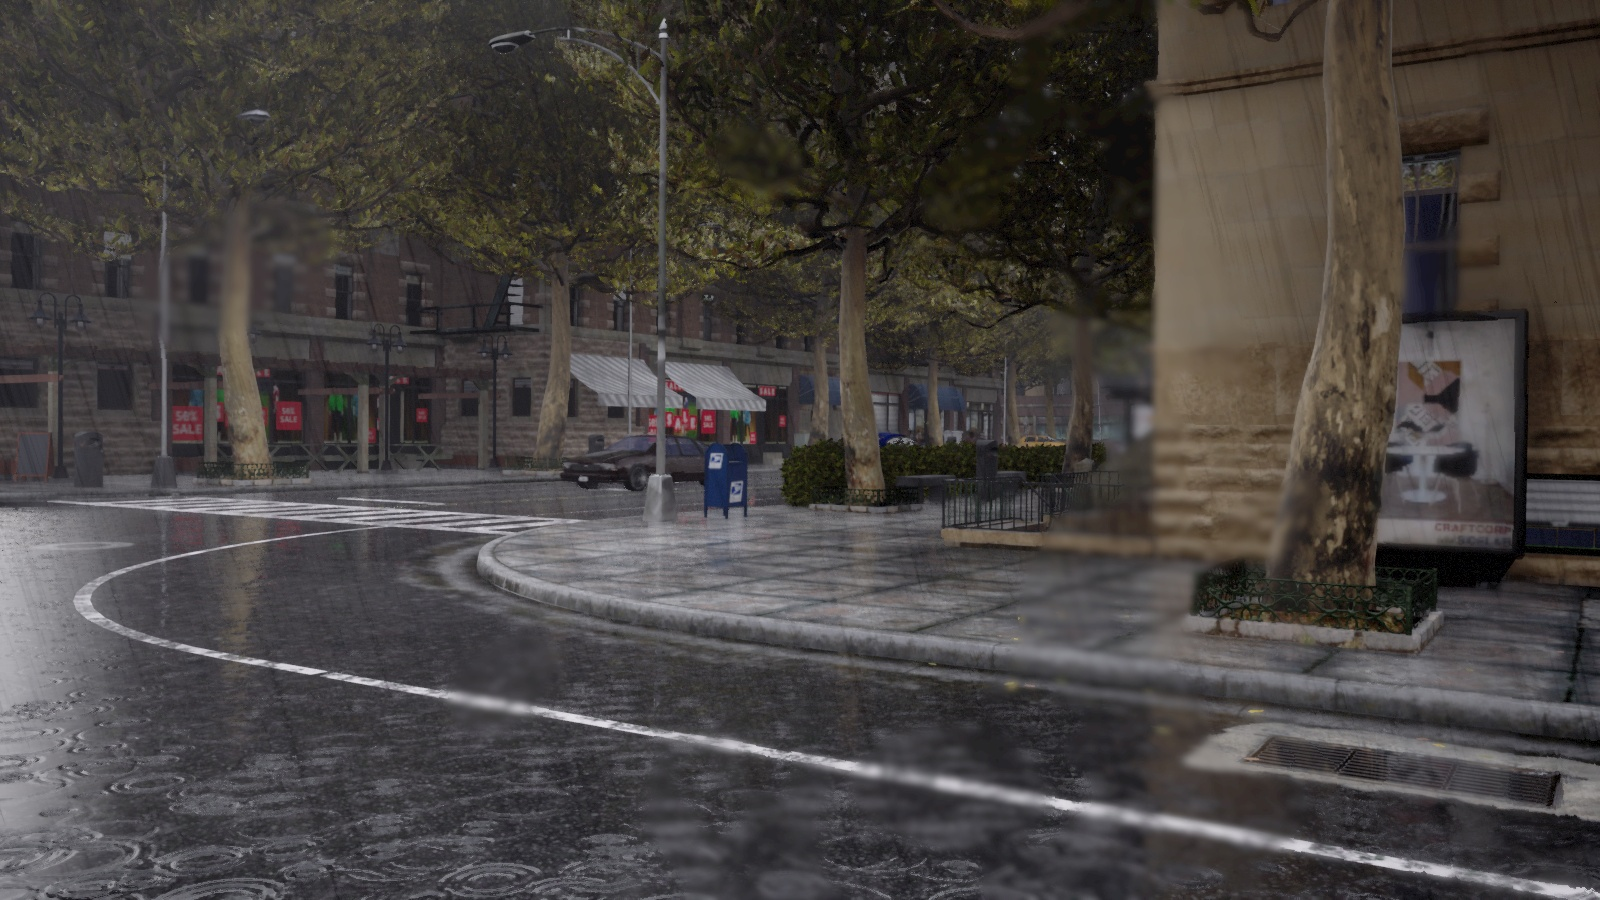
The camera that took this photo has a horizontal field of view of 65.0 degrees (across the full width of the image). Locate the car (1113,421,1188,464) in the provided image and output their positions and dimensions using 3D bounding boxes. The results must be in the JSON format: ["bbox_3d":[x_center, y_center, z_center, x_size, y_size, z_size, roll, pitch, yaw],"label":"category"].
[{"bbox_3d":[15.743,-0.363,56.275,1.932,1.855,4.605,0,1,33],"label":"car"}]

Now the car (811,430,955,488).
[{"bbox_3d":[2.463,0.196,35.947,1.882,1.535,5.008,0,1,33],"label":"car"}]

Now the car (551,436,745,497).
[{"bbox_3d":[-3.826,0.366,32.721,2.033,1.411,5.357,0,1,33],"label":"car"}]

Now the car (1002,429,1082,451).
[{"bbox_3d":[17.352,-0.719,90.282,5.366,1.575,1.801,0,1,32],"label":"car"}]
